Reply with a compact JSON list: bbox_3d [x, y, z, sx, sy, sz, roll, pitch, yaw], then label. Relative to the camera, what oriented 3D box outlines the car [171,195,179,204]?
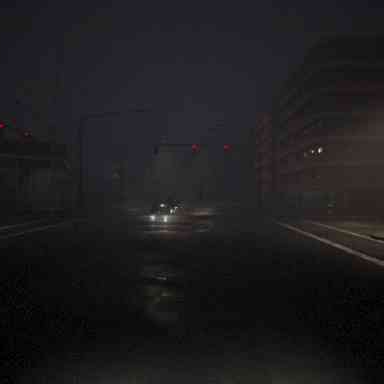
[{"bbox_3d":[-3.344,1.349,52.529,2.097,1.767,4.553,0,0,0],"label":"car"}]

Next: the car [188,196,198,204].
[{"bbox_3d":[0.231,1.522,64.979,1.812,1.442,4.674,0,0,0],"label":"car"}]

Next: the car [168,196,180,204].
[{"bbox_3d":[-3.409,1.561,62.547,1.994,1.385,4.181,0,0,0],"label":"car"}]

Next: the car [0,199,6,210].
[{"bbox_3d":[-24.063,1.454,38.891,3.806,1.475,1.970,0,0,1],"label":"car"}]

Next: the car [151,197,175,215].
[{"bbox_3d":[-3.183,1.546,34.692,2.033,1.411,5.357,0,0,-1],"label":"car"}]

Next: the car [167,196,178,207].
[{"bbox_3d":[-3.268,1.562,43.933,1.994,1.385,4.181,0,0,-1],"label":"car"}]
